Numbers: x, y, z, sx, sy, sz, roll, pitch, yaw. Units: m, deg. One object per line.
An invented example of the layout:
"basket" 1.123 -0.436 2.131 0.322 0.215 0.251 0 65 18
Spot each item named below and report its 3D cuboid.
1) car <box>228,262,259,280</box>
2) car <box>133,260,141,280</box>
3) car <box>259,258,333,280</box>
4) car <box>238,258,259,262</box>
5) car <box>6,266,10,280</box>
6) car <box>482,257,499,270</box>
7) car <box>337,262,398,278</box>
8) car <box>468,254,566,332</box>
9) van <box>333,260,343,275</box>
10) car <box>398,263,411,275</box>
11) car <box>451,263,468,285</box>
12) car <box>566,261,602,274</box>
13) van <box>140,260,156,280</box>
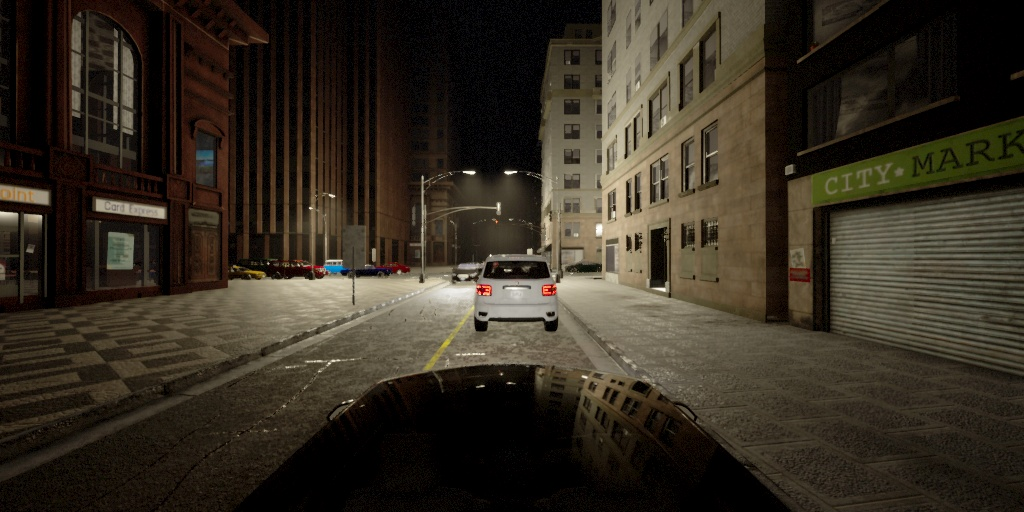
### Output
"car" -25.076 1.552 32.753 4.829 1.417 1.751 0 0 0
"car" -34.466 1.372 35.370 5.566 2.045 2.150 -1 0 0
"car" -19.621 1.273 32.733 5.009 1.841 2.192 0 0 0
"car" -24.110 1.247 35.314 5.566 2.045 2.150 -1 0 -1
"car" -47.742 1.849 32.834 4.403 1.370 2.007 0 0 0
"car" -3.111 1.097 51.765 2.097 1.767 4.553 0 0 1
"car" -14.145 1.506 35.285 4.718 1.301 1.895 -1 0 0
"car" 0.100 0.974 11.046 2.150 2.045 5.566 0 0 0
"van" -19.600 1.340 41.259 3.998 1.789 1.690 0 0 0
"car" -13.976 1.477 41.239 4.507 1.381 1.888 0 0 0
"car" -3.114 1.249 25.901 2.128 1.511 4.902 0 0 2
"car" 7.731 1.221 38.408 4.181 1.385 1.994 -1 0 0
"van" -30.870 1.435 32.774 3.998 1.789 1.690 0 0 0
